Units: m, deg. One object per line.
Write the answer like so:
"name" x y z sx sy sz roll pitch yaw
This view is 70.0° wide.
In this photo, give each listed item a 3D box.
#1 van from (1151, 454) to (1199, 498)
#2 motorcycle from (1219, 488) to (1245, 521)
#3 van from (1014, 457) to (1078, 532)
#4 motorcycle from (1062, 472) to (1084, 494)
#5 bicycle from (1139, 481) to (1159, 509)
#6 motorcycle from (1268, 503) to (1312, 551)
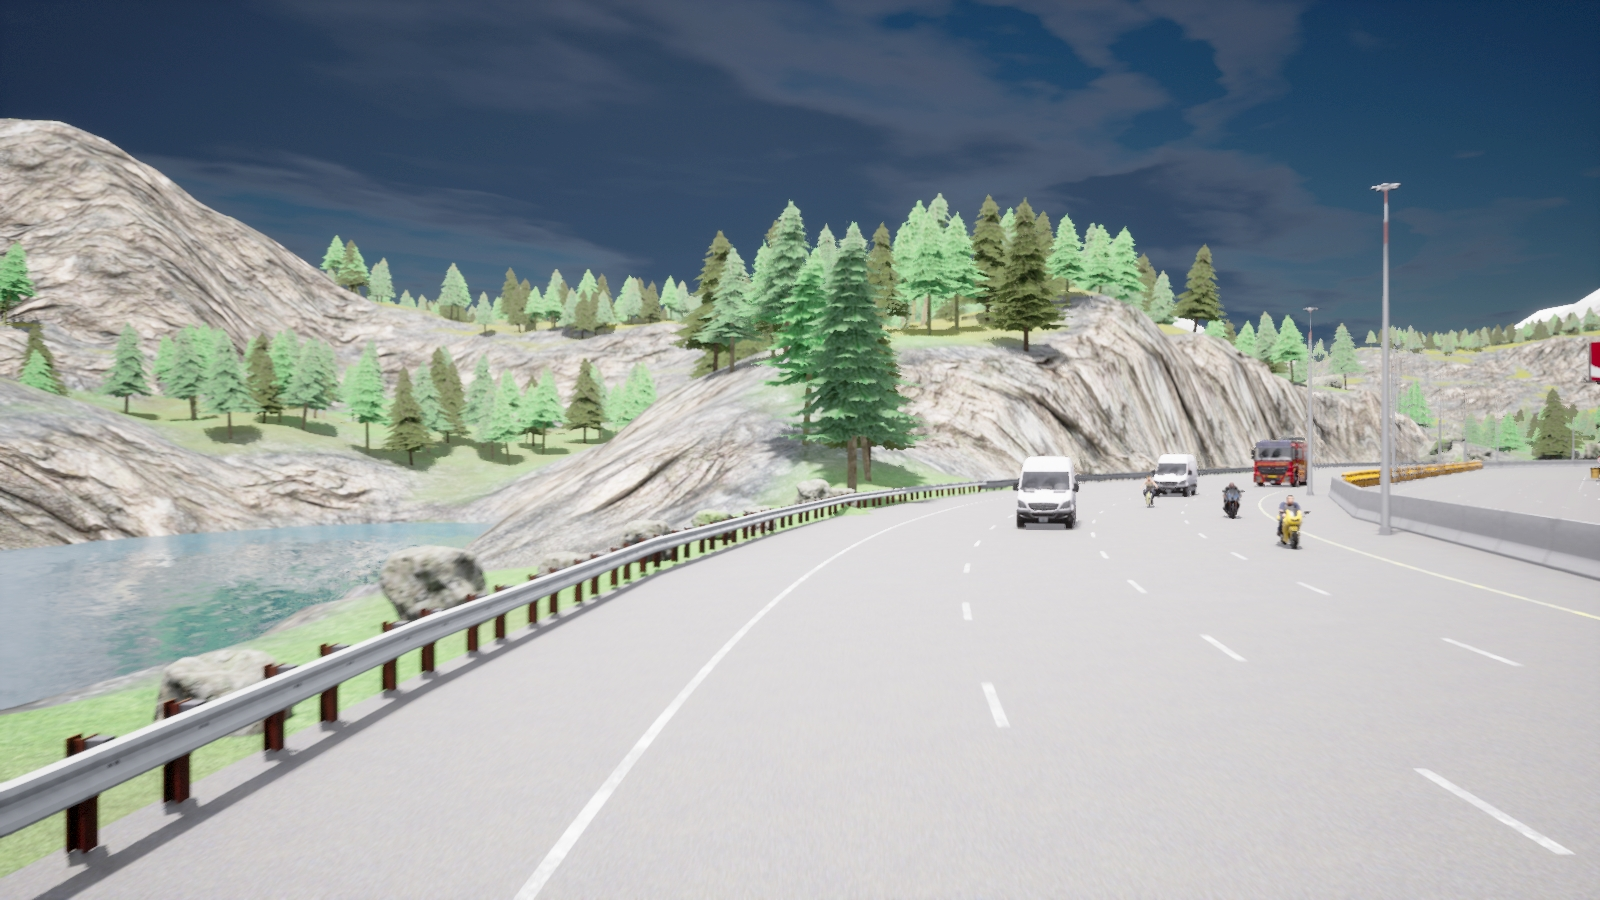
"van" 23.140 1.564 70.373 1.988 2.561 5.915 0 0 26
"motorcycle" 17.882 2.228 47.331 0.867 1.251 2.209 0 0 17
"van" 9.234 1.546 42.543 1.988 2.561 5.915 0 0 15
"motorcycle" 17.962 2.168 75.082 0.764 1.325 2.356 1 0 29
"bicycle" 16.890 2.170 55.296 0.859 1.295 1.487 0 0 20
"motorcycle" 14.090 2.195 32.893 0.803 1.217 2.033 0 0 12
